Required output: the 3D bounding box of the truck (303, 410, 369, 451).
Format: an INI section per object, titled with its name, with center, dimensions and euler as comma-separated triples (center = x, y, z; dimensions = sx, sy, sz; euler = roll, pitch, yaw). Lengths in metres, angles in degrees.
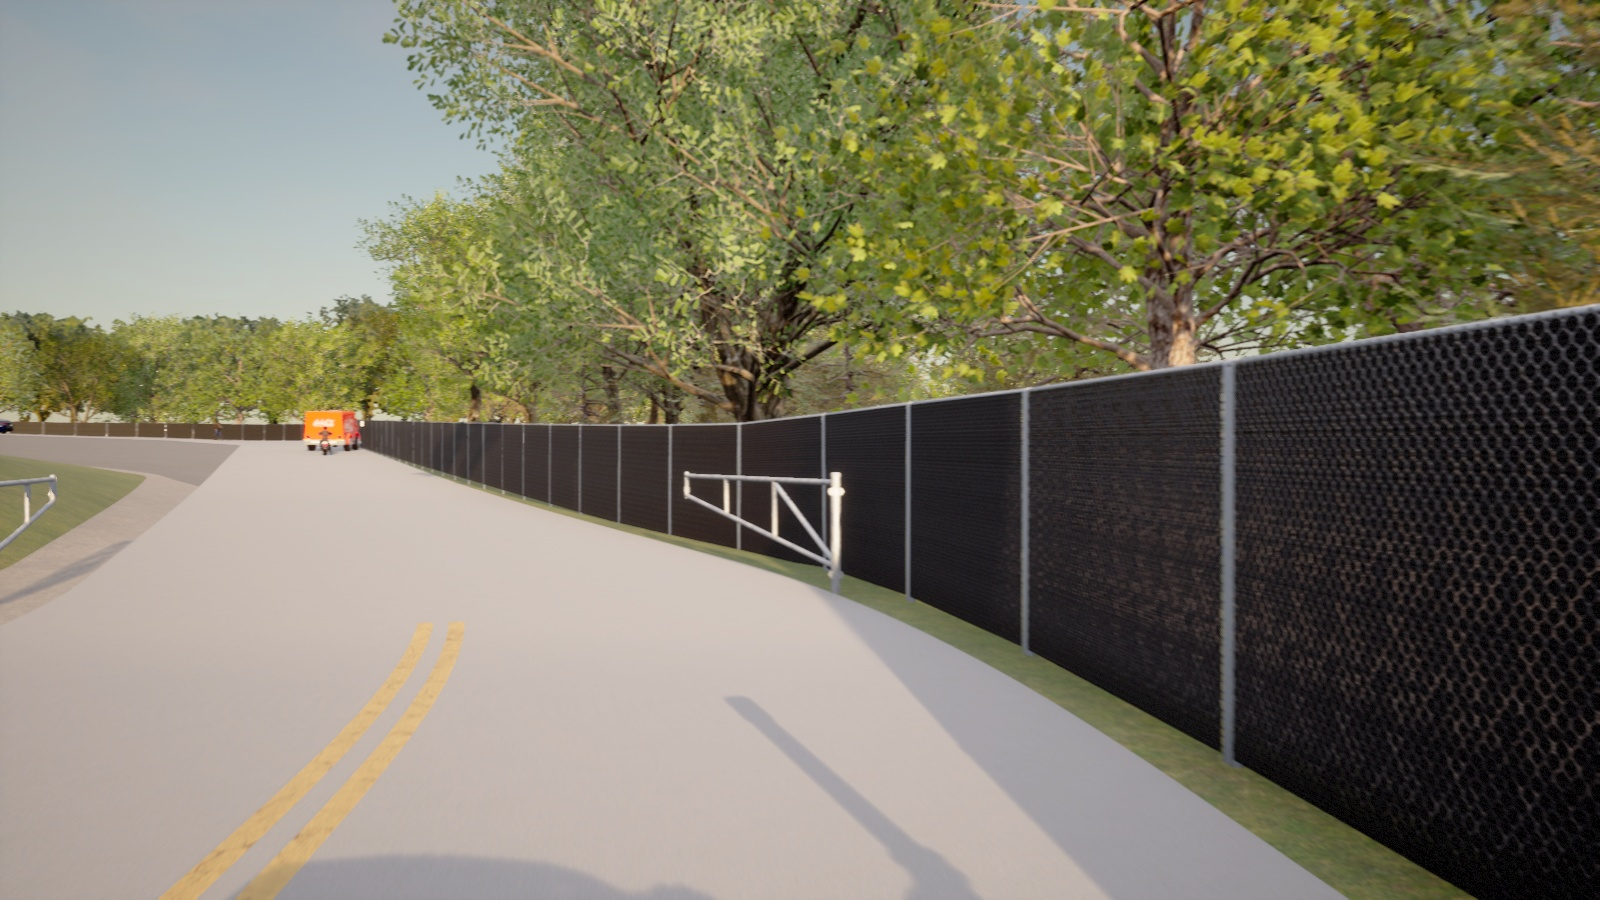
[truck]
center = -28.810, -1.243, 78.210
dimensions = 2.627, 2.467, 5.204
euler = 1, 1, -6
